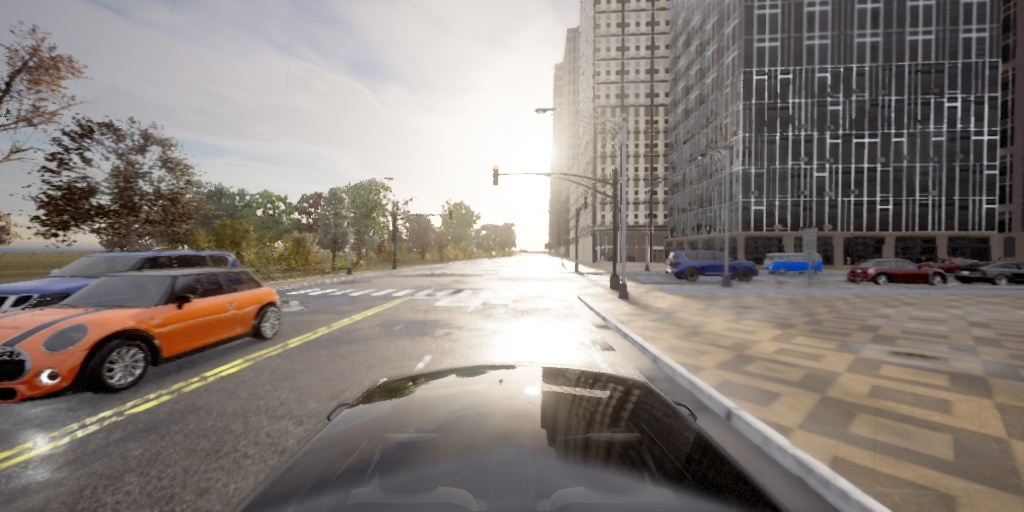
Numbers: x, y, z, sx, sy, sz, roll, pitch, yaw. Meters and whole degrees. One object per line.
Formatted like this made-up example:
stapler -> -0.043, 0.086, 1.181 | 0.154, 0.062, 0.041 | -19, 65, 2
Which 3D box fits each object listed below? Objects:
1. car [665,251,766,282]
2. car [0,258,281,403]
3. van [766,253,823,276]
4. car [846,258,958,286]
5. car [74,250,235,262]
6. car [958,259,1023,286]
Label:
car -> 13.187, 0.648, 23.937 | 5.566, 2.045, 2.150 | 0, 1, 5
car -> -6.512, 1.030, 6.525 | 2.097, 1.767, 4.553 | 0, 1, 1
van -> 22.574, 0.651, 28.949 | 3.998, 1.789, 1.690 | 0, 0, 5
car -> 21.790, 0.870, 20.361 | 4.097, 1.591, 1.967 | 0, 0, 5
car -> -9.713, 0.863, 9.310 | 2.150, 2.045, 5.566 | 0, 0, 2
car -> 27.461, 0.973, 19.913 | 4.313, 1.339, 1.948 | 0, 0, 5
